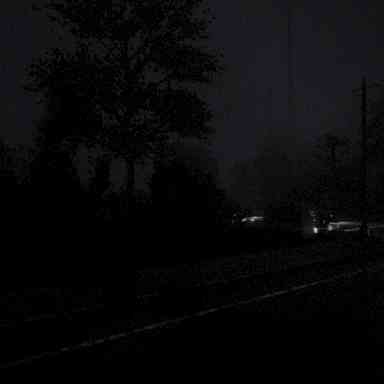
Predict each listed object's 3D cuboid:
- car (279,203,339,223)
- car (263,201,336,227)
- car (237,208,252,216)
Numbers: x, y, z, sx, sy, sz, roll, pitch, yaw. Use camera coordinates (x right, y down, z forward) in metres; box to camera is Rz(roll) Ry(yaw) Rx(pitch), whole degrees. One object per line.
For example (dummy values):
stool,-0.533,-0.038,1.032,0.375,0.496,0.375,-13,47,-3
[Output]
car,9.323,1.651,26.772,1.994,1.385,4.181,0,-1,-39
car,7.309,1.426,23.648,2.097,1.767,4.553,0,-1,-38
car,3.929,1.769,33.222,1.994,1.385,4.181,0,-1,-41
